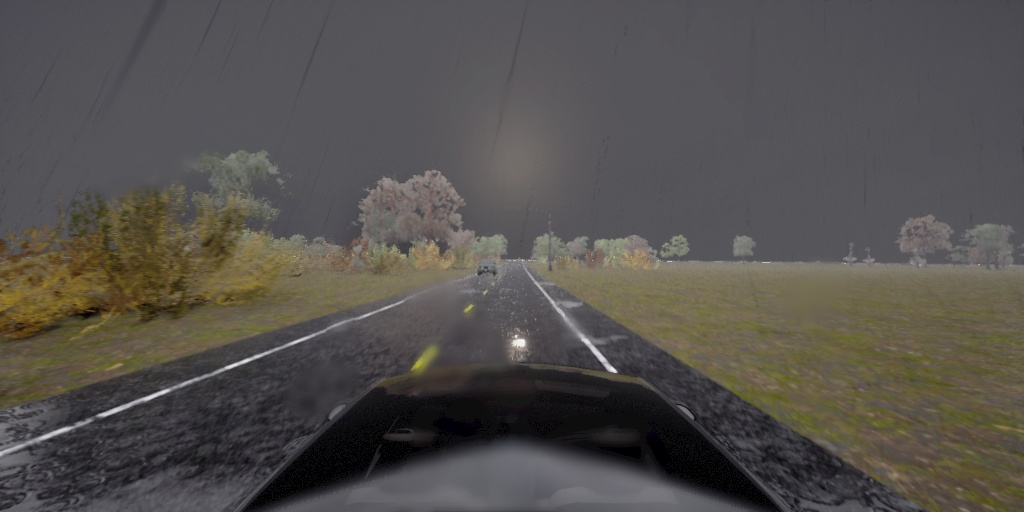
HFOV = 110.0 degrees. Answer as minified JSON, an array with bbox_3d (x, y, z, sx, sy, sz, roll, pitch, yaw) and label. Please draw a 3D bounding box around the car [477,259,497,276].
[{"bbox_3d":[-3.035,1.371,45.072,2.150,2.045,5.566,0,-1,1],"label":"car"}]
